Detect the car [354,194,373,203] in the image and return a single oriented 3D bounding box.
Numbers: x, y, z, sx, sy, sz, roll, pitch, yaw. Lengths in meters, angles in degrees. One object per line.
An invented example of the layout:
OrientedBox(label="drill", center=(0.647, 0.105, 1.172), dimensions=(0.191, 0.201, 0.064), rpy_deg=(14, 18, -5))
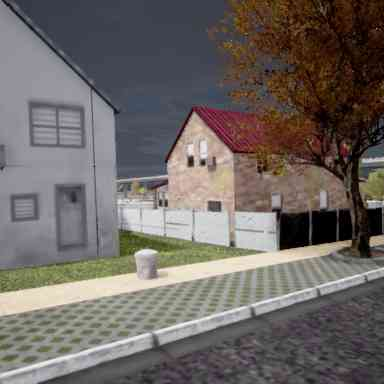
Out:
OrientedBox(label="car", center=(38.569, 1.440, 74.916), dimensions=(2.097, 1.767, 4.553), rpy_deg=(-2, 0, 0))

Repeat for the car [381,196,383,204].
OrientedBox(label="car", center=(38.477, 1.588, 63.680), dimensions=(1.837, 1.490, 4.892), rpy_deg=(-2, 0, 0))

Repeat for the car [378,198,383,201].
OrientedBox(label="car", center=(35.190, 1.530, 59.345), dimensions=(2.097, 1.767, 4.553), rpy_deg=(-2, -1, 1))

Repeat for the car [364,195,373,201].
OrientedBox(label="car", center=(31.967, 1.786, 62.081), dimensions=(1.882, 1.535, 5.008), rpy_deg=(-2, 0, 0))
